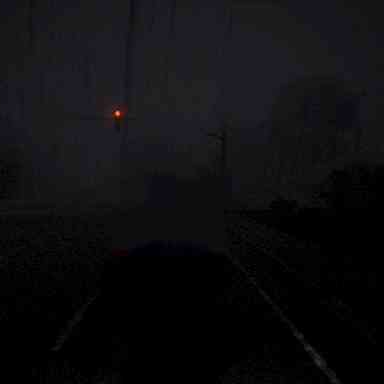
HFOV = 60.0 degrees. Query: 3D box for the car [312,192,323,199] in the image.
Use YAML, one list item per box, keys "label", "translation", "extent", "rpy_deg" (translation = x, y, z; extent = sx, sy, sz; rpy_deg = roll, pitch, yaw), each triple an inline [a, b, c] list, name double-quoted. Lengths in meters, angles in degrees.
- label: "car"
  translation: [17.974, 0.354, 44.257]
  extent: [4.718, 1.301, 1.895]
  rpy_deg: [2, 2, -18]
